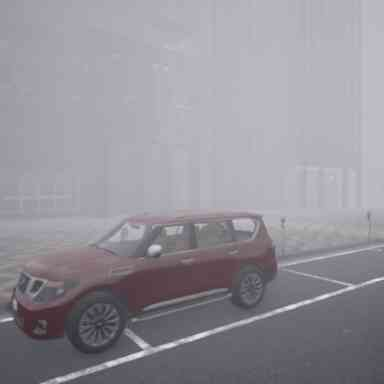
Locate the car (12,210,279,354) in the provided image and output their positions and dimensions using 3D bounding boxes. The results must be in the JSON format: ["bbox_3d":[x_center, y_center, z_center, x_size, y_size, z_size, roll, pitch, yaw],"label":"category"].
[{"bbox_3d":[-0.513,1.313,6.290,5.009,1.841,2.192,0,0,-36],"label":"car"}]
